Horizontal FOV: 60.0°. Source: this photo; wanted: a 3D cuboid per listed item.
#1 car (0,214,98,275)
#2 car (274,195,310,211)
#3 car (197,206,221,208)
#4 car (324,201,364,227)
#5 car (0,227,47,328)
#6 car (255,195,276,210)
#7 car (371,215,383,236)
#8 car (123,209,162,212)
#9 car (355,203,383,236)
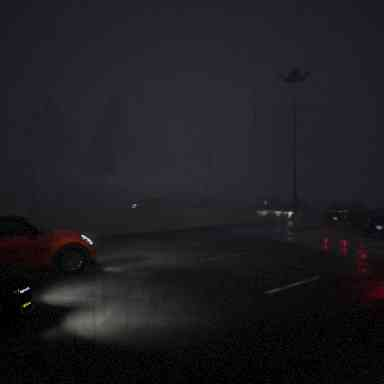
[{"bbox_3d":[-4.940,1.370,8.925,4.553,1.767,2.097,-1,0,-36],"label":"car"},{"bbox_3d":[11.306,1.296,36.575,4.674,1.442,1.812,0,0,-44],"label":"car"},{"bbox_3d":[1.891,1.388,42.130,5.357,1.411,2.033,-1,0,-43],"label":"car"},{"bbox_3d":[10.240,1.325,21.136,4.902,1.511,2.128,-1,0,-41],"label":"car"},{"bbox_3d":[-4.897,1.538,4.647,4.892,1.490,1.837,-1,0,-35],"label":"car"},{"bbox_3d":[9.058,1.132,39.270,4.553,1.767,2.097,-1,0,-45],"label":"car"},{"bbox_3d":[7.160,1.407,9.378,4.892,1.490,1.837,-1,0,-39],"label":"car"},{"bbox_3d":[-4.315,1.285,31.908,4.553,1.767,2.097,-1,0,-41],"label":"car"},{"bbox_3d":[10.143,1.376,16.393,4.674,1.442,1.812,-1,0,-40],"label":"car"}]
